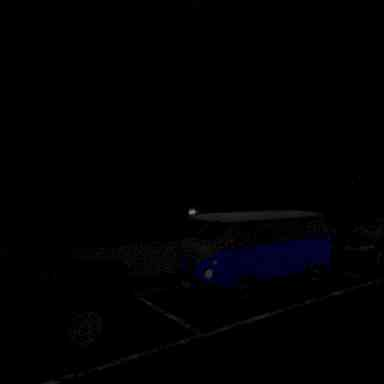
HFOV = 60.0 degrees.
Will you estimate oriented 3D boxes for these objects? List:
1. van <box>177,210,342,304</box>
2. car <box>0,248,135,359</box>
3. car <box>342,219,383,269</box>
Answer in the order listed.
[{"bbox_3d":[1.585,1.347,7.893,3.998,1.788,1.690,0,0,-36],"label":"van"},{"bbox_3d":[-3.024,1.545,4.606,4.507,1.381,1.887,0,0,-36],"label":"car"},{"bbox_3d":[6.192,1.593,11.181,4.206,1.307,1.802,0,0,-36],"label":"car"}]
